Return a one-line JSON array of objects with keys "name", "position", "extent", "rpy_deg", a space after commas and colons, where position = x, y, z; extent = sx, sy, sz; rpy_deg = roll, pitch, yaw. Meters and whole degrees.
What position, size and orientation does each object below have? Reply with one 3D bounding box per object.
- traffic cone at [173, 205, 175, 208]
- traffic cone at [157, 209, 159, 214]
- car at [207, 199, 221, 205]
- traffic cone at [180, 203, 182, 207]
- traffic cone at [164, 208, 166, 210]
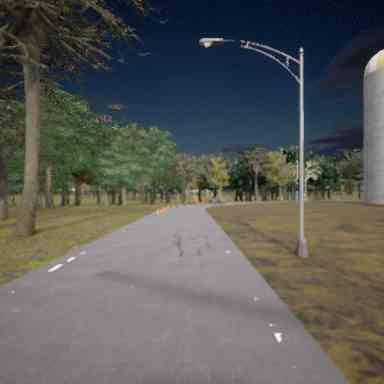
[{"name": "traffic cone", "position": [-3.156, 2.396, 57.554], "extent": [0.340, 0.580, 0.340], "rpy_deg": [0, -1, 9]}, {"name": "traffic cone", "position": [-3.833, 2.196, 37.217], "extent": [0.340, 0.580, 0.340], "rpy_deg": [0, -1, 0]}, {"name": "car", "position": [5.100, 2.191, 75.770], "extent": [1.994, 1.385, 4.181], "rpy_deg": [0, -1, 29]}, {"name": "traffic cone", "position": [-2.145, 2.446, 62.672], "extent": [0.340, 0.580, 0.340], "rpy_deg": [0, -1, 14]}, {"name": "traffic cone", "position": [-3.831, 2.245, 42.217], "extent": [0.340, 0.580, 0.340], "rpy_deg": [0, -1, 0]}]
